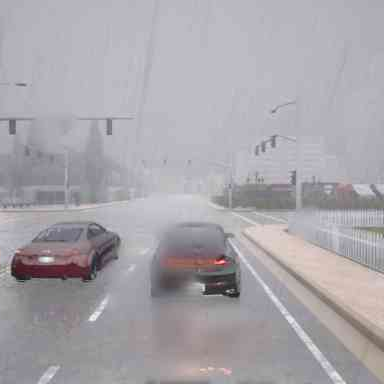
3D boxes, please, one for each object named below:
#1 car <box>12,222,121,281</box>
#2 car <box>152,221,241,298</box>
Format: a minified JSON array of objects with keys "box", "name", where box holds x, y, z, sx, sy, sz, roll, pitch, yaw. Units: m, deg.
[{"box":[-3.421,1.564,9.836,1.994,1.385,4.181,0,0,0],"name":"car"},{"box":[0.083,1.505,8.519,1.837,1.490,4.892,0,0,0],"name":"car"}]
